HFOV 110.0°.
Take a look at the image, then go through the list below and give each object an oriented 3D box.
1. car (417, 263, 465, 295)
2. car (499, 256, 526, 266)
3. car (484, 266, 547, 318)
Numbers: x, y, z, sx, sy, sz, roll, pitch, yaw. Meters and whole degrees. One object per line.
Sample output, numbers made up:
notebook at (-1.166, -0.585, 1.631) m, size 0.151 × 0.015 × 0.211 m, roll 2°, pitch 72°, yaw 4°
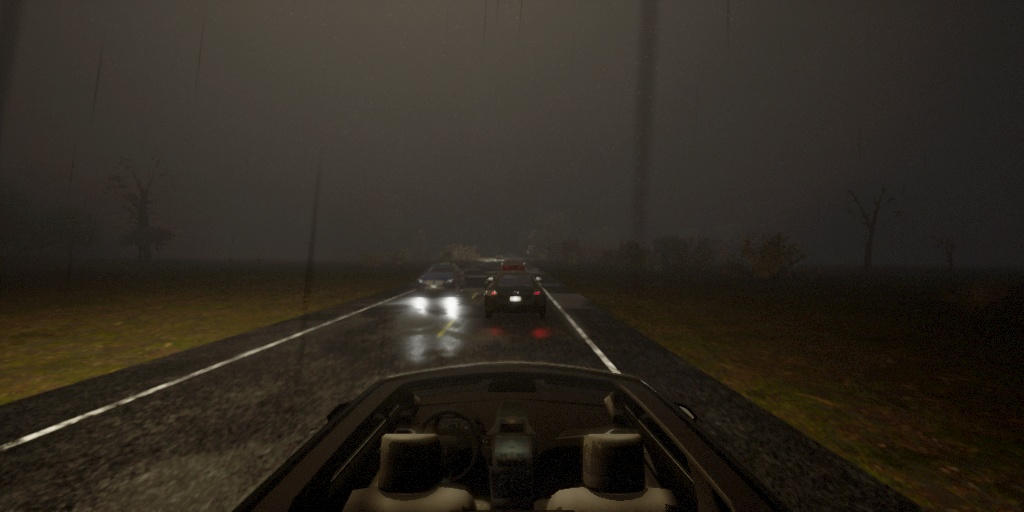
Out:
car at (-3.594, 1.120, 18.807) m, size 1.812 × 1.442 × 4.674 m, roll 0°, pitch 1°, yaw 0°
car at (0.100, 0.974, 29.447) m, size 1.882 × 1.535 × 5.008 m, roll 0°, pitch 1°, yaw 0°
car at (0.100, 1.215, 12.588) m, size 1.994 × 1.385 × 4.181 m, roll 0°, pitch 1°, yaw 0°
